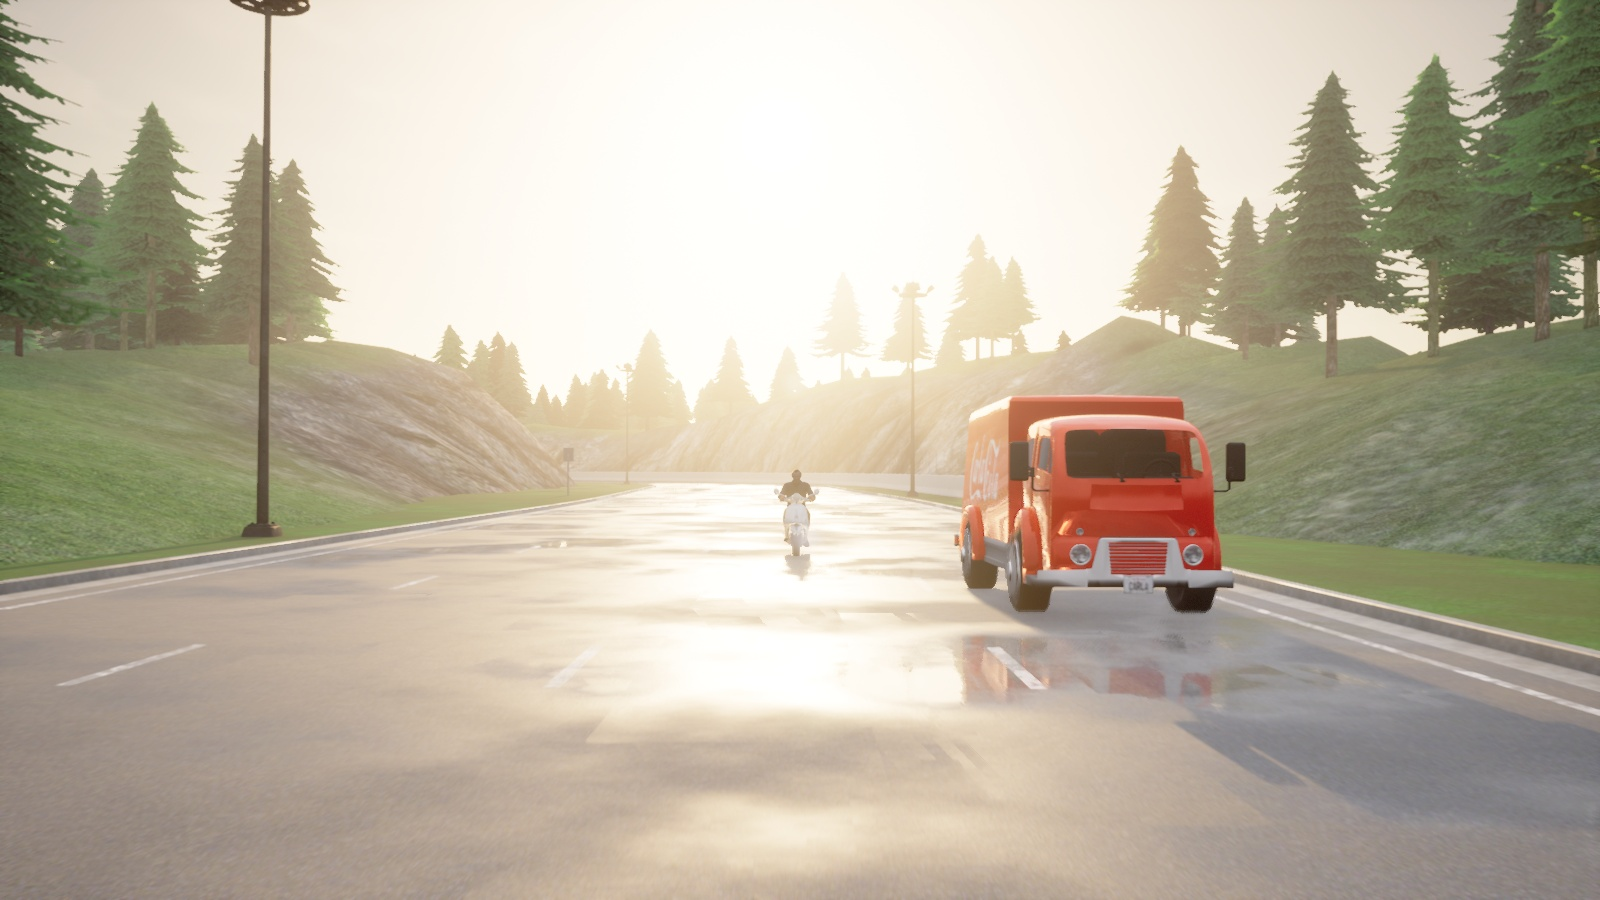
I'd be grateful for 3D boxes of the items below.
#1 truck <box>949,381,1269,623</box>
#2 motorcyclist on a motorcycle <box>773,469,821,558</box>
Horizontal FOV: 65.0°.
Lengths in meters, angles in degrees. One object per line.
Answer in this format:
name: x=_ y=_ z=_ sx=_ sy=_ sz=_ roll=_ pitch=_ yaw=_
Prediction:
truck: x=3.461 y=0.566 z=15.436 sx=2.627 sy=2.467 sz=5.204 roll=0 pitch=-1 yaw=0
motorcyclist on a motorcycle: x=-0.057 y=1.153 z=23.379 sx=0.866 sy=1.590 sz=1.817 roll=0 pitch=-1 yaw=0
